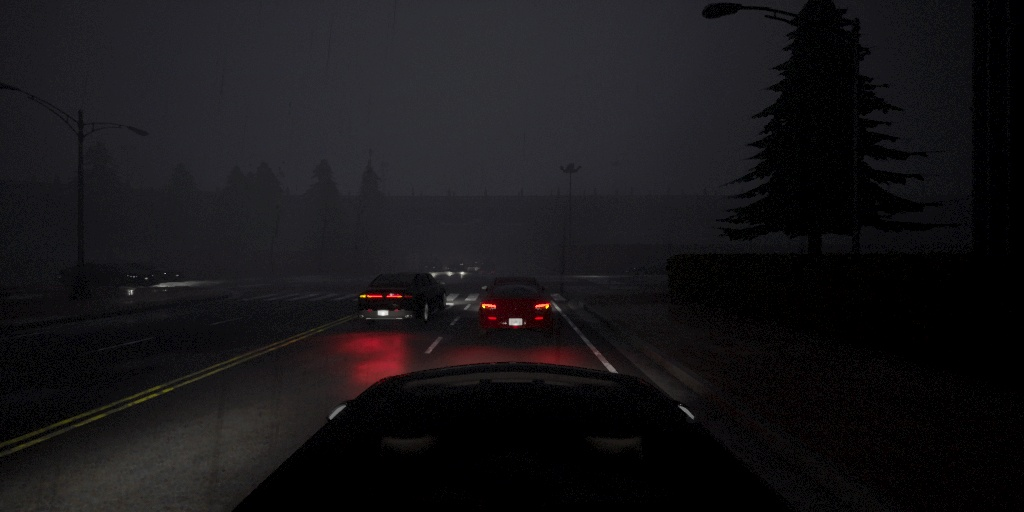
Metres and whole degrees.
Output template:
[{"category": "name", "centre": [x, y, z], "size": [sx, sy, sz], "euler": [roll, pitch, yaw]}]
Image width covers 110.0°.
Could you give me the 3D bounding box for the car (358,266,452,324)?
[{"category": "car", "centre": [-3.415, 1.255, 11.896], "size": [1.837, 1.490, 4.892], "euler": [0, 0, 0]}]

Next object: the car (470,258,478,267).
[{"category": "car", "centre": [-7.050, 1.100, 64.236], "size": [2.097, 1.767, 4.553], "euler": [0, 0, 0]}]

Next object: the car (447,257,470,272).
[{"category": "car", "centre": [-7.087, 1.102, 46.736], "size": [2.097, 1.767, 4.553], "euler": [0, 0, 0]}]

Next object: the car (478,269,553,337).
[{"category": "car", "centre": [0.085, 1.276, 10.149], "size": [1.812, 1.442, 4.674], "euler": [0, 0, 0]}]

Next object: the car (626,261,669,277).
[{"category": "car", "centre": [13.365, 1.185, 33.904], "size": [4.902, 1.511, 2.128], "euler": [0, 0, 0]}]

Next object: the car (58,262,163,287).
[{"category": "car", "centre": [-25.991, 1.199, 23.066], "size": [4.892, 1.490, 1.837], "euler": [0, 0, -1]}]

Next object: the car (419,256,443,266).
[{"category": "car", "centre": [-10.585, 0.968, 47.025], "size": [2.150, 2.045, 5.566], "euler": [0, 0, 0]}]

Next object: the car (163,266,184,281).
[{"category": "car", "centre": [-27.255, 1.199, 26.531], "size": [4.892, 1.490, 1.837], "euler": [0, 0, -1]}]

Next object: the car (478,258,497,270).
[{"category": "car", "centre": [-3.395, 1.101, 52.634], "size": [2.097, 1.767, 4.553], "euler": [0, 0, 0]}]
